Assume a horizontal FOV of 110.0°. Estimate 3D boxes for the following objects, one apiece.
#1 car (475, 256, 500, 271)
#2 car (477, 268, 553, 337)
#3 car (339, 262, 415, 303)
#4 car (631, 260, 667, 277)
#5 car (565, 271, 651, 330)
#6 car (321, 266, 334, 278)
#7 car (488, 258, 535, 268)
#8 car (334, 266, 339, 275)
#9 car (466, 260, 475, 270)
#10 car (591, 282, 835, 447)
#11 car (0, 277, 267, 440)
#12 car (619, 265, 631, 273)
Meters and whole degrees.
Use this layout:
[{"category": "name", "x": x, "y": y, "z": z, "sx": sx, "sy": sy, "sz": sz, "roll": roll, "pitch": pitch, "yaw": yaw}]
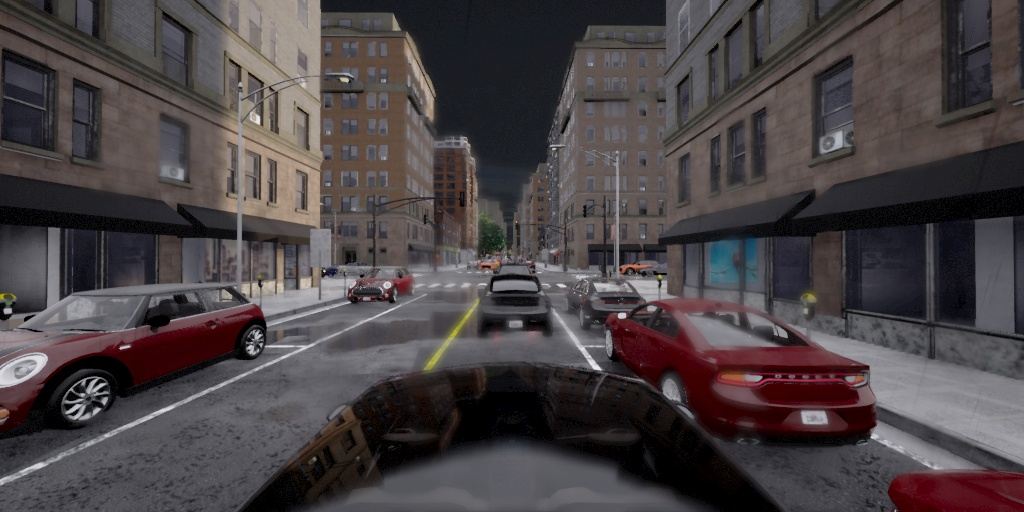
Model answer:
[{"category": "car", "x": -3.263, "y": 1.138, "z": 49.008, "sx": 2.097, "sy": 1.767, "sz": 4.553, "roll": 0, "pitch": 0, "yaw": 3}, {"category": "car", "x": 0.056, "y": 1.258, "z": 10.313, "sx": 1.837, "sy": 1.490, "sz": 4.892, "roll": 0, "pitch": 0, "yaw": -1}, {"category": "car", "x": -5.835, "y": 1.195, "z": 16.389, "sx": 1.967, "sy": 1.591, "sz": 4.097, "roll": 0, "pitch": 0, "yaw": 0}, {"category": "car", "x": 15.189, "y": 1.395, "z": 36.004, "sx": 5.357, "sy": 1.411, "sz": 2.033, "roll": 0, "pitch": 0, "yaw": 0}, {"category": "car", "x": 2.683, "y": 1.303, "z": 10.889, "sx": 2.007, "sy": 1.370, "sz": 4.403, "roll": 0, "pitch": 0, "yaw": 0}, {"category": "car", "x": -18.020, "y": 0.868, "z": 29.159, "sx": 5.566, "sy": 2.045, "sz": 2.150, "roll": 0, "pitch": 0, "yaw": 0}, {"category": "car", "x": 0.120, "y": 1.108, "z": 17.728, "sx": 2.097, "sy": 1.767, "sz": 4.553, "roll": 0, "pitch": 0, "yaw": 0}, {"category": "car", "x": -18.410, "y": 1.150, "z": 32.413, "sx": 5.008, "sy": 1.535, "sz": 1.882, "roll": 0, "pitch": 0, "yaw": 0}, {"category": "car", "x": -5.909, "y": 1.345, "z": 54.750, "sx": 2.007, "sy": 1.370, "sz": 4.403, "roll": 0, "pitch": 0, "yaw": 0}, {"category": "car", "x": 2.675, "y": 1.296, "z": 5.397, "sx": 1.888, "sy": 1.381, "sz": 4.507, "roll": 0, "pitch": 0, "yaw": 0}, {"category": "car", "x": -5.852, "y": 1.190, "z": 5.403, "sx": 1.967, "sy": 1.591, "sz": 4.097, "roll": 0, "pitch": 0, "yaw": 0}, {"category": "car", "x": 14.024, "y": 1.222, "z": 39.265, "sx": 4.553, "sy": 1.767, "sz": 2.097, "roll": 0, "pitch": 0, "yaw": 0}]
